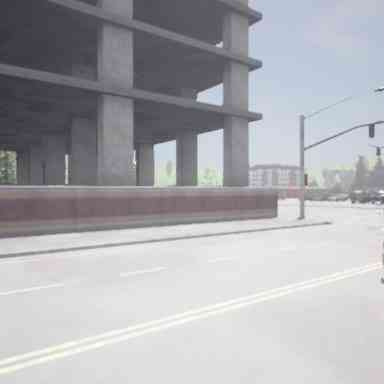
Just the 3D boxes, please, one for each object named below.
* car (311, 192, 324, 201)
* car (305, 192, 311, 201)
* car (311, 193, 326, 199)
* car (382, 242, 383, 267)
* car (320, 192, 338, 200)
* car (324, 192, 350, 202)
[{"bbox_3d":[25.967,1.144,65.918,3.905,1.438,1.784,0,0,-35],"label":"car"},{"bbox_3d":[24.374,0.934,68.079,4.605,1.855,1.932,0,0,-35],"label":"car"},{"bbox_3d":[31.836,1.088,83.714,3.905,1.438,1.784,0,0,-35],"label":"car"},{"bbox_3d":[7.006,1.438,8.805,5.008,1.535,1.882,0,0,-35],"label":"car"},{"bbox_3d":[33.457,0.878,81.313,4.605,1.855,1.932,0,0,-35],"label":"car"},{"bbox_3d":[27.639,1.176,63.555,3.806,1.475,1.970,0,0,-35],"label":"car"}]
